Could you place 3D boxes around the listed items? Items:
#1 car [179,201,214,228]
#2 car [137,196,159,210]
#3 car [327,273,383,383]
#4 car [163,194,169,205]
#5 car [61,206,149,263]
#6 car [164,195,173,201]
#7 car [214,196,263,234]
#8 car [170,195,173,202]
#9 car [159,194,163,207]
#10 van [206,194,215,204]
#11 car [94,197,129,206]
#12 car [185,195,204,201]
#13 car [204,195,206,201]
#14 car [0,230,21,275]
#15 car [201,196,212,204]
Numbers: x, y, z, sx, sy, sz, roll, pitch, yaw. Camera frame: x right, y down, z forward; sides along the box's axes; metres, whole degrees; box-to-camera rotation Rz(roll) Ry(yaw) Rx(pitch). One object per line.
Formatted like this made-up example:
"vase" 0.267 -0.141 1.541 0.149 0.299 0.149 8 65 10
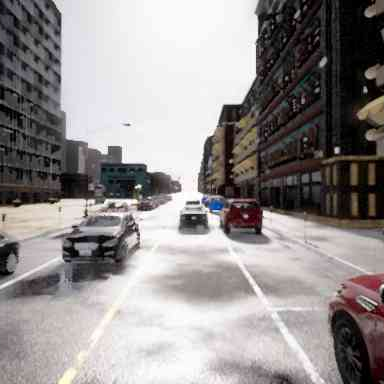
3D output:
"car" 0.099 1.535 21.767 2.033 1.411 5.357 0 0 0
"car" -5.654 1.408 41.623 1.967 1.590 4.097 1 0 0
"car" 2.702 1.315 2.131 2.192 1.841 5.009 1 0 0
"car" -5.650 1.487 58.561 1.887 1.381 4.507 1 0 0
"car" -3.047 1.487 12.009 2.128 1.511 4.902 0 0 0
"car" -5.651 1.441 81.144 1.887 1.381 4.507 1 0 0
"car" 2.702 1.305 19.070 2.192 1.841 5.009 1 0 0
"car" -5.649 1.349 75.498 1.967 1.590 4.097 1 0 0
"car" -5.648 1.401 47.270 1.967 1.590 4.097 1 0 0
"van" 2.701 1.316 36.008 1.690 1.788 3.998 1 0 0
"car" -5.684 1.426 24.686 1.967 1.590 4.097 1 0 0
"car" 0.099 1.458 42.816 2.128 1.511 4.902 0 0 0
"car" 2.698 1.505 47.303 1.887 1.381 4.507 1 0 0
"car" -5.681 1.548 7.749 2.008 1.369 4.403 1 0 0
"car" 2.697 1.498 64.240 1.947 1.339 4.313 1 0 0
